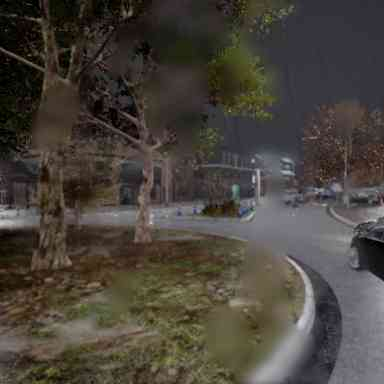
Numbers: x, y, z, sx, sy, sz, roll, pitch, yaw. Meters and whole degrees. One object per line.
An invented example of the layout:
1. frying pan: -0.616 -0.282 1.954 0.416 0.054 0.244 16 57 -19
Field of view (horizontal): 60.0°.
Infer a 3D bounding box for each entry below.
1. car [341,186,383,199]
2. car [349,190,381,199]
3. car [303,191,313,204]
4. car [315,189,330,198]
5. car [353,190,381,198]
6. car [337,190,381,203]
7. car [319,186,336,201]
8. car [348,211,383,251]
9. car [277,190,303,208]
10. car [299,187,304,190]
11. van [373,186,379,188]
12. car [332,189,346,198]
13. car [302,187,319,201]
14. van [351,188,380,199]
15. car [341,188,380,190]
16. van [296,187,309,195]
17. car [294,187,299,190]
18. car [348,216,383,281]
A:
1. car: 27.445 0.453 53.730 5.566 2.045 2.435 0 1 30
2. car: 32.794 0.416 63.108 5.366 1.575 1.946 0 2 32
3. car: 16.464 0.991 50.056 1.994 1.385 4.181 0 1 30
4. car: 26.387 0.272 67.221 1.837 1.490 4.892 0 2 33
5. car: 34.411 0.383 65.315 4.674 1.452 2.002 0 2 33
6. car: 23.336 0.897 46.577 4.892 1.521 2.231 0 1 30
7. car: 23.840 0.418 57.129 2.150 2.045 5.566 0 1 31
8. car: 8.302 1.555 13.129 1.994 1.385 4.181 0 0 -6
9. car: 11.945 0.991 41.068 2.097 1.767 4.553 0 1 25
10. car: 25.752 0.106 82.257 2.163 1.488 4.792 0 2 36
11. van: 25.965 0.543 51.415 4.442 1.987 1.878 0 1 30
12. car: 29.159 0.277 65.990 1.837 1.490 4.892 0 2 33
13. car: 21.303 0.547 58.737 2.097 1.767 4.553 0 1 31
14. van: 31.612 0.269 60.620 4.442 1.987 1.878 0 2 32
15. car: 24.731 0.708 48.949 4.553 1.767 2.185 0 1 30
16. van: 28.915 -0.309 86.697 1.878 1.987 4.442 0 1 37
17. car: 22.666 0.235 77.715 2.097 1.535 5.008 0 2 34
18. car: 5.271 1.485 7.960 2.128 1.511 4.902 0 0 11
